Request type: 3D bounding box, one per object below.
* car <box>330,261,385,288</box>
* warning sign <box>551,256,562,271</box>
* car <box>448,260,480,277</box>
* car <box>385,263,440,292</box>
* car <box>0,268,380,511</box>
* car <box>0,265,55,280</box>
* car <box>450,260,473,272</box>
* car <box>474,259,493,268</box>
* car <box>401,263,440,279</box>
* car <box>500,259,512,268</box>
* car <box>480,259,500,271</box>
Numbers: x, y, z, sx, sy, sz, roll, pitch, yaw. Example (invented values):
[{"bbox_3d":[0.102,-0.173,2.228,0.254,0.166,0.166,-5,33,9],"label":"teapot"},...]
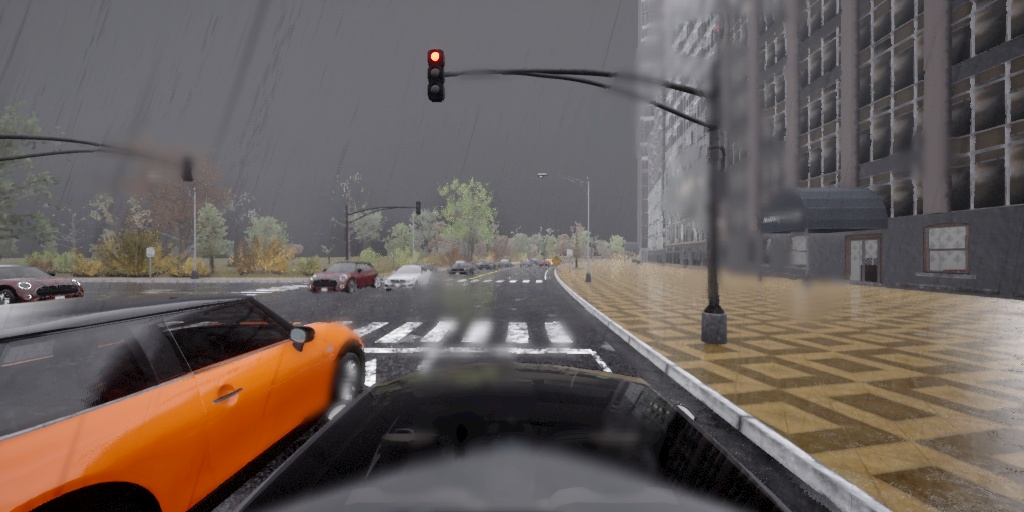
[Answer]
[{"bbox_3d":[-9.289,1.098,20.194,2.097,1.767,4.553,0,0,3],"label":"car"},{"bbox_3d":[5.473,0.870,44.136,1.300,1.860,1.060,0,0,7],"label":"warning sign"},{"bbox_3d":[-4.887,1.349,35.756,1.895,1.301,4.718,0,0,6],"label":"car"},{"bbox_3d":[-5.977,1.273,21.418,1.812,1.442,4.674,0,0,3],"label":"car"},{"bbox_3d":[-3.102,1.102,3.209,2.097,1.767,4.553,0,0,0],"label":"car"},{"bbox_3d":[-20.962,1.159,14.990,4.553,1.767,2.097,0,0,4],"label":"car"},{"bbox_3d":[-6.731,1.275,48.371,1.812,1.442,4.674,0,0,7],"label":"car"},{"bbox_3d":[-4.796,1.245,61.528,2.128,1.511,4.902,0,0,10],"label":"car"},{"bbox_3d":[-8.490,1.348,33.774,1.895,1.301,4.718,0,0,9],"label":"car"},{"bbox_3d":[-1.226,1.281,63.080,1.812,1.442,4.674,0,0,10],"label":"car"},{"bbox_3d":[-3.362,1.352,49.177,1.895,1.301,4.718,0,0,8],"label":"car"}]
